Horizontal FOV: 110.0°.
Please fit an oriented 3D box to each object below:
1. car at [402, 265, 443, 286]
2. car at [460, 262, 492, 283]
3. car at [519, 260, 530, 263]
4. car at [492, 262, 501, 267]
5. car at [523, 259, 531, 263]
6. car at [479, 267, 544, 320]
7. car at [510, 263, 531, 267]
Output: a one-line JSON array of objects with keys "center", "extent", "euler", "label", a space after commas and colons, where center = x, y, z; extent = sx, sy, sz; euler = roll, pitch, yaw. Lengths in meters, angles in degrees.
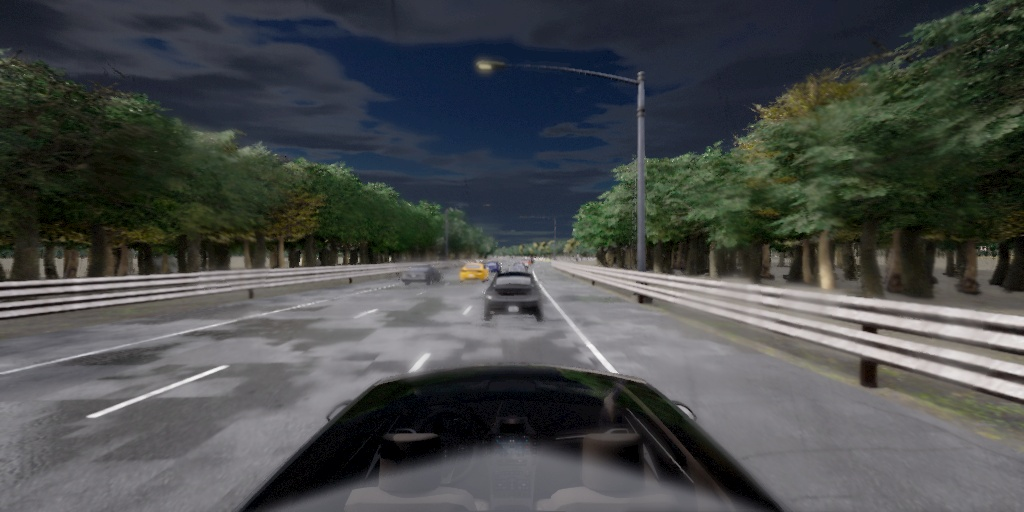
[{"center": [-6.574, 1.406, 26.732], "extent": [2.033, 1.411, 5.357], "euler": [0, 0, 1], "label": "car"}, {"center": [-2.989, 1.350, 29.469], "extent": [1.882, 1.535, 5.008], "euler": [0, 0, 2], "label": "car"}, {"center": [0.848, 1.489, 42.152], "extent": [1.994, 1.385, 4.181], "euler": [0, 0, 2], "label": "car"}, {"center": [-2.428, 1.453, 45.036], "extent": [1.812, 1.442, 4.674], "euler": [0, 0, 2], "label": "car"}, {"center": [2.068, 1.593, 65.315], "extent": [1.895, 1.301, 4.718], "euler": [0, 0, 4], "label": "car"}, {"center": [0.073, 1.311, 12.824], "extent": [1.837, 1.490, 4.892], "euler": [0, 0, 1], "label": "car"}, {"center": [0.396, 1.476, 29.347], "extent": [1.895, 1.301, 4.718], "euler": [0, 0, 2], "label": "car"}]
